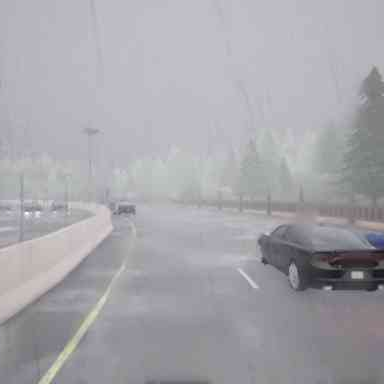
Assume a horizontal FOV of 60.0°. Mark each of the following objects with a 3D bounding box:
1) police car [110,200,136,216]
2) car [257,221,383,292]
[{"bbox_3d":[-7.647,1.734,37.663,1.930,1.638,5.238,0,0,-21],"label":"police car"},{"bbox_3d":[3.199,1.548,9.210,1.882,1.535,5.008,0,0,-4],"label":"car"}]
